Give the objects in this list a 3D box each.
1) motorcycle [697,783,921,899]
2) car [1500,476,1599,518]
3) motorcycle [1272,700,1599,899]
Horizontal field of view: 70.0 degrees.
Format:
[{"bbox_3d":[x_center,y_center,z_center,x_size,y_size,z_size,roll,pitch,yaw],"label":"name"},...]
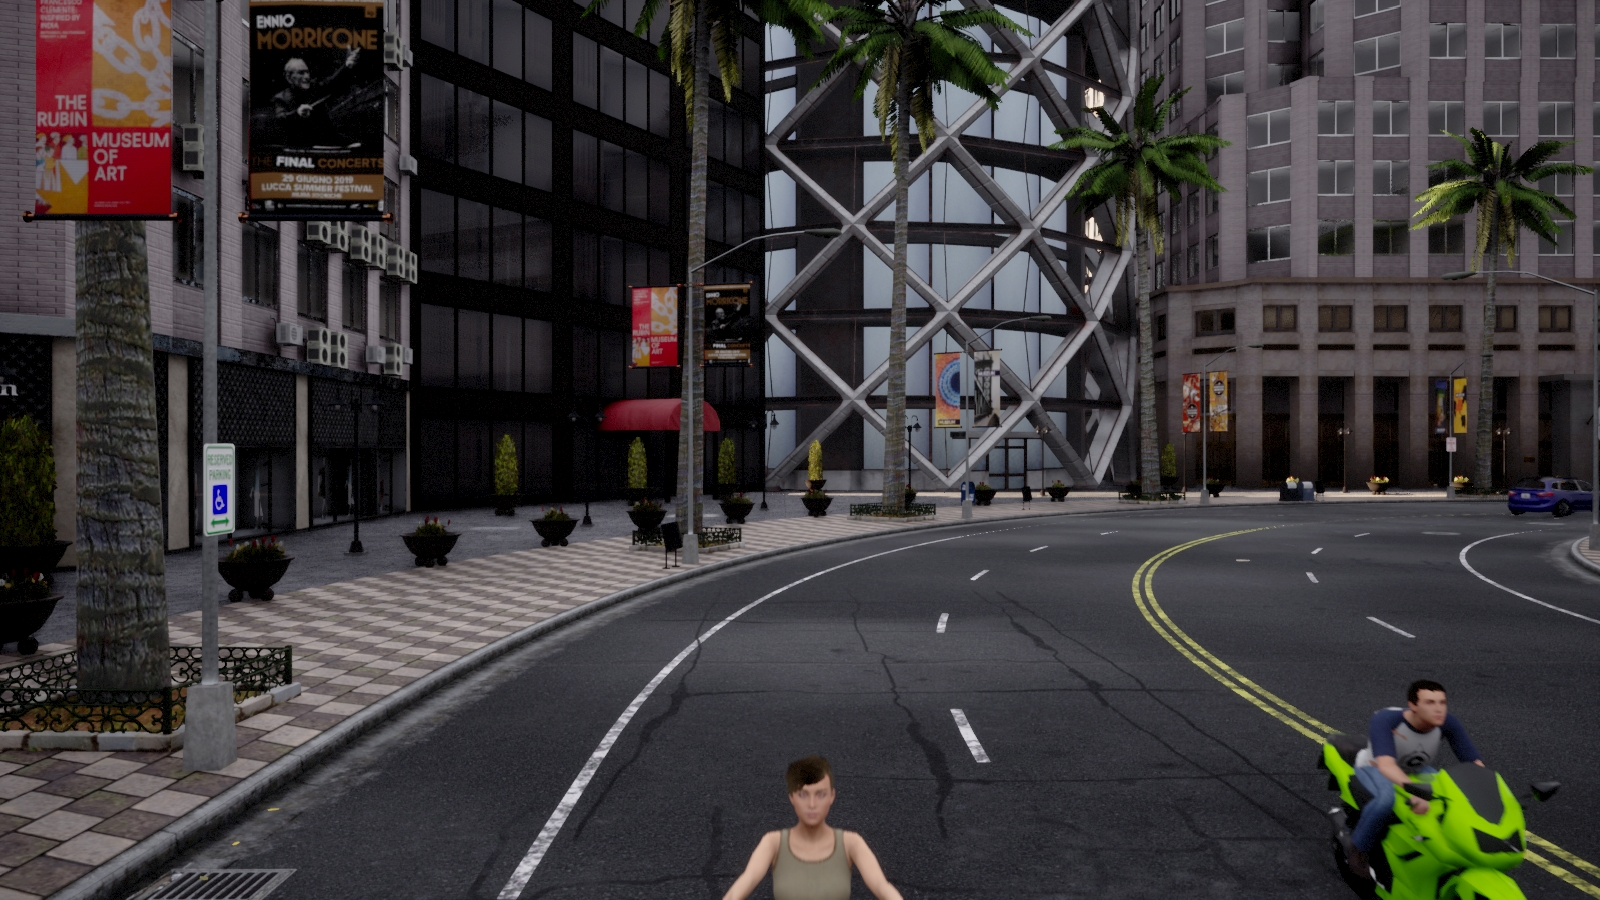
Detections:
[{"bbox_3d":[0.034,2.170,4.066,0.764,1.277,2.356,0,0,1],"label":"motorcycle"},{"bbox_3d":[32.517,1.968,48.578,4.611,1.667,2.242,0,0,-18],"label":"car"},{"bbox_3d":[3.483,2.213,6.463,0.803,1.145,2.033,0,0,1],"label":"motorcycle"}]
